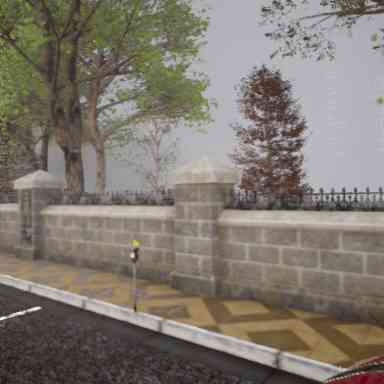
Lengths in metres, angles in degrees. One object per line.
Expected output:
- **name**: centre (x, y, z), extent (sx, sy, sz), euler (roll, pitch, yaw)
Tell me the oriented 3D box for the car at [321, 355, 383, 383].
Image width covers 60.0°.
- **car**: centre (2.350, 1.427, 1.208), extent (4.097, 1.590, 1.967), euler (-1, -1, 36)
